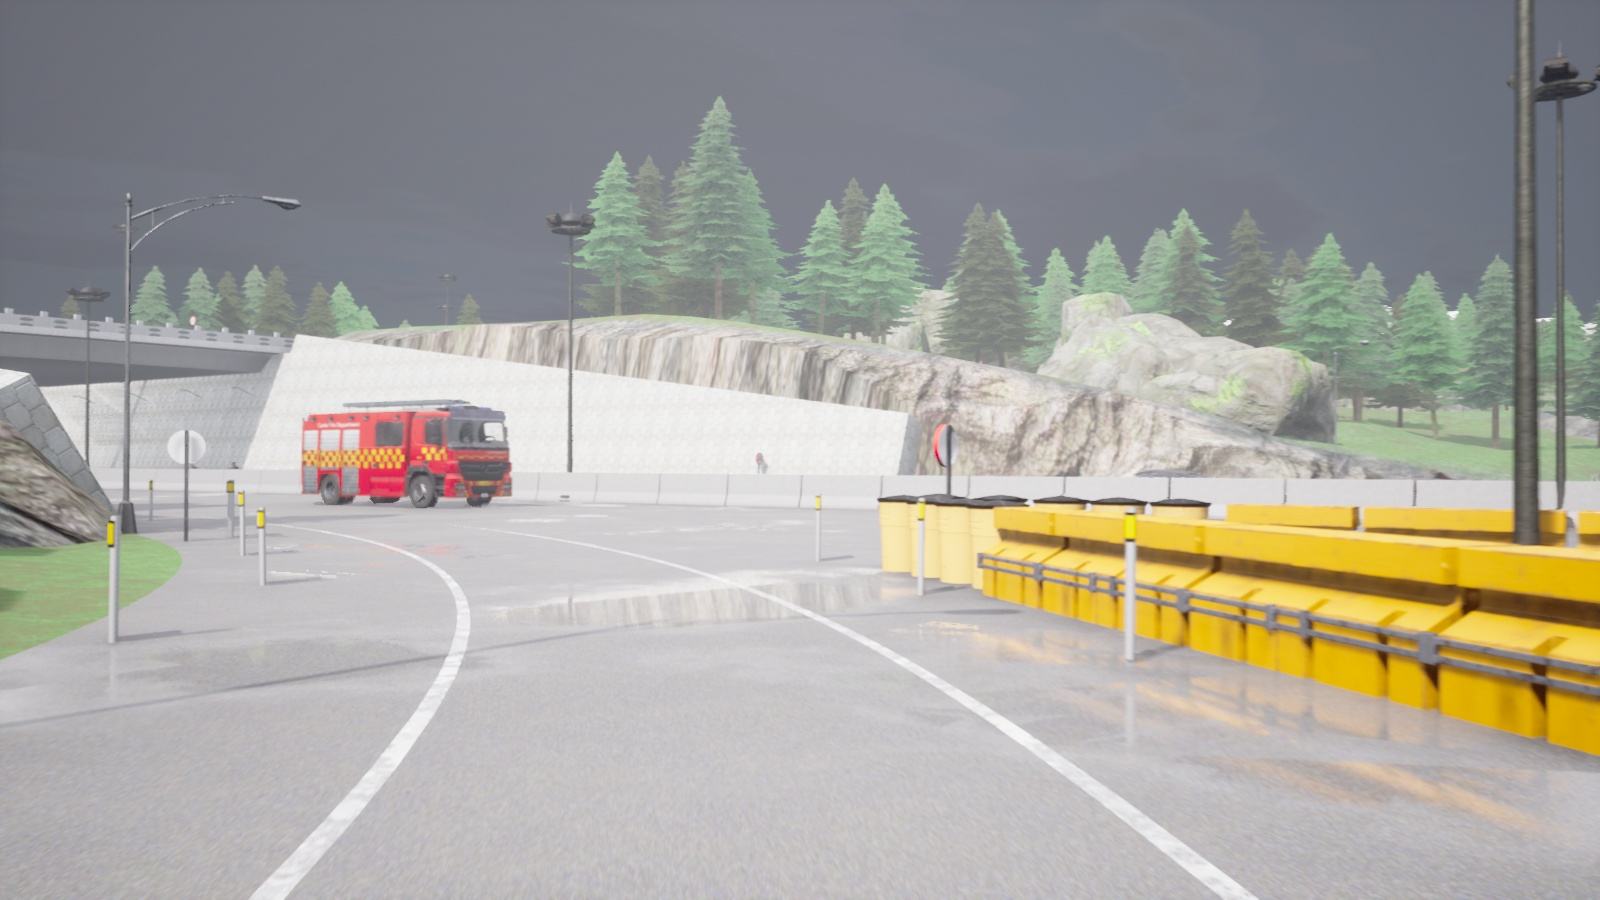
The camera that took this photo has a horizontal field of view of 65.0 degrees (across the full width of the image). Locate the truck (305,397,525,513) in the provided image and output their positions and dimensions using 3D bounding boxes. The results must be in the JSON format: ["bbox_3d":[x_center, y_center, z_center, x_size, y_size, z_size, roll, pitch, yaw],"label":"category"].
[{"bbox_3d":[-13.937,0.224,45.121,8.468,3.827,2.891,-1,-1,34],"label":"truck"}]

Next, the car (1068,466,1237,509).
[{"bbox_3d":[12.355,1.293,44.193,5.357,1.411,2.033,-1,-1,34],"label":"car"}]
